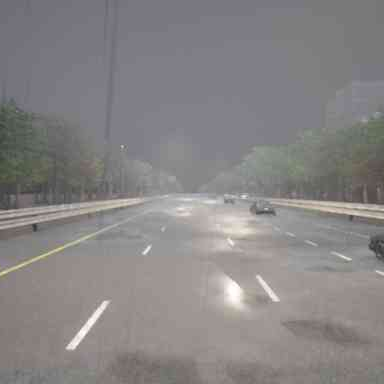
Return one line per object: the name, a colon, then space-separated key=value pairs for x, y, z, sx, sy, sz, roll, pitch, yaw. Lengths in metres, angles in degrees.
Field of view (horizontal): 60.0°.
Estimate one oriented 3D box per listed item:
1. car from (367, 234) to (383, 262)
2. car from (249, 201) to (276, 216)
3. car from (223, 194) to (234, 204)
car: x=7.003 y=1.551 z=9.072 sx=2.033 sy=1.411 sz=5.357 roll=0 pitch=0 yaw=0
car: x=7.030 y=1.598 z=33.491 sx=1.994 sy=1.385 sz=4.181 roll=0 pitch=0 yaw=0
car: x=7.151 y=1.605 z=65.374 sx=1.812 sy=1.442 sz=4.674 roll=0 pitch=0 yaw=0
